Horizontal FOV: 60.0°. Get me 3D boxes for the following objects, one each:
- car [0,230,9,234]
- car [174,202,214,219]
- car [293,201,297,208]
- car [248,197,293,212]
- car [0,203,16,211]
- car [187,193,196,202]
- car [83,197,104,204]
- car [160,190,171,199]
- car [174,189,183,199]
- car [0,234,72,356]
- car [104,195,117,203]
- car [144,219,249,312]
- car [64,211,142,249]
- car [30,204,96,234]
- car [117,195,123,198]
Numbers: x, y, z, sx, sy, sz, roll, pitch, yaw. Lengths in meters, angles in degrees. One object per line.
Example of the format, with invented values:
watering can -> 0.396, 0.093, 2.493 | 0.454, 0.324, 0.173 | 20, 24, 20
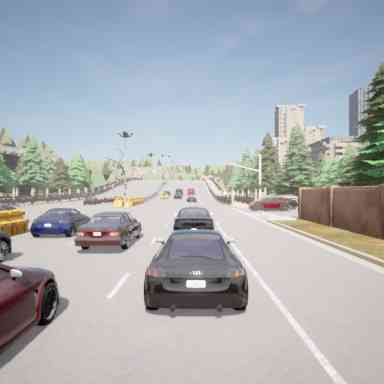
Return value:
car -> -6.907, 1.491, 9.131 | 2.128, 1.511, 4.902 | 0, 0, 0
car -> 0.084, 1.476, 16.770 | 1.882, 1.535, 5.008 | 0, 0, 0
car -> 10.917, 1.502, 42.662 | 4.892, 1.490, 1.837 | 0, 0, 0
car -> 8.951, 1.349, 39.008 | 4.553, 1.767, 2.097 | 0, 0, -2
car -> -14.088, 1.491, 22.783 | 2.128, 1.511, 4.902 | 0, 0, 4
car -> -0.080, 1.545, 72.436 | 1.994, 1.385, 4.181 | 0, 1, 0
car -> -17.617, 1.560, 58.642 | 1.994, 1.385, 4.181 | 0, 0, 0
car -> -7.192, 1.018, 86.944 | 1.882, 1.535, 5.008 | 0, 3, 0
car -> -3.692, 0.897, 86.929 | 2.097, 1.767, 4.553 | 0, 3, 0
car -> -3.405, 1.564, 4.436 | 1.994, 1.385, 4.181 | 0, 0, 0
car -> -17.577, 1.590, 68.712 | 1.895, 1.301, 4.718 | 0, 0, 0
car -> 0.088, 1.563, 7.780 | 1.994, 1.385, 4.181 | 0, 0, 1
car -> -3.408, 1.546, 14.412 | 2.033, 1.411, 5.357 | 0, 0, 0
car -> -6.918, 1.563, 17.972 | 1.994, 1.385, 4.181 | 0, 0, 0
car -> -17.640, 1.472, 78.954 | 1.895, 1.301, 4.718 | 0, 1, 0
